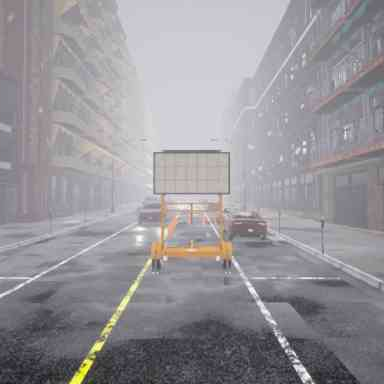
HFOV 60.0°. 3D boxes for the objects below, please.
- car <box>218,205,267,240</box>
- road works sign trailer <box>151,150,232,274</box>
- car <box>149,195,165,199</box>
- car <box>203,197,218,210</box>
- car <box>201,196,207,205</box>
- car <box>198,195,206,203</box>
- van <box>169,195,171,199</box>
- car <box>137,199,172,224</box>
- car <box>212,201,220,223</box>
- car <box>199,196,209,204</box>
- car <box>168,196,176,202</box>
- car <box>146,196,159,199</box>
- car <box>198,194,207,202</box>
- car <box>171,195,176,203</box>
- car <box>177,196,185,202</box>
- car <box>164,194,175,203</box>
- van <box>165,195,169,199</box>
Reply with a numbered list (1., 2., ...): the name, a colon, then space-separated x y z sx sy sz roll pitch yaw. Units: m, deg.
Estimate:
1. car: 2.589 1.564 16.875 1.887 1.381 4.507 1 0 0
2. road works sign trailer: -0.007 0.474 10.557 2.380 3.560 2.880 0 0 0
3. car: -5.277 1.398 44.595 2.192 1.841 5.009 2 0 0
4. car: 2.595 1.613 38.997 1.887 1.381 4.507 1 0 0
5. car: 2.597 1.634 44.529 2.008 1.369 4.403 1 0 0
6. car: 2.602 1.683 61.121 1.887 1.381 4.507 1 0 0
7. van: -5.274 1.480 61.186 1.690 1.788 3.998 1 0 0
8. car: -2.842 1.511 25.131 1.882 1.535 5.008 0 0 0
9. car: 2.591 1.554 22.577 1.752 1.417 4.829 1 0 0
10. car: 2.615 1.625 72.183 1.967 1.590 4.097 1 0 0
11. car: -5.271 1.830 88.838 1.947 1.339 4.313 1 0 0
12. car: -5.284 1.593 38.893 1.752 1.417 4.829 2 0 0
13. car: 2.579 1.550 83.245 2.192 1.841 5.009 1 0 0
14. car: -5.270 1.500 72.246 2.192 1.841 5.009 1 0 0
15. car: -2.723 1.819 87.168 1.994 1.385 4.181 0 0 0
16. car: -5.268 1.525 77.776 2.192 1.841 5.009 1 0 0
17. van: -5.274 1.459 55.654 1.690 1.788 3.998 2 0 0
